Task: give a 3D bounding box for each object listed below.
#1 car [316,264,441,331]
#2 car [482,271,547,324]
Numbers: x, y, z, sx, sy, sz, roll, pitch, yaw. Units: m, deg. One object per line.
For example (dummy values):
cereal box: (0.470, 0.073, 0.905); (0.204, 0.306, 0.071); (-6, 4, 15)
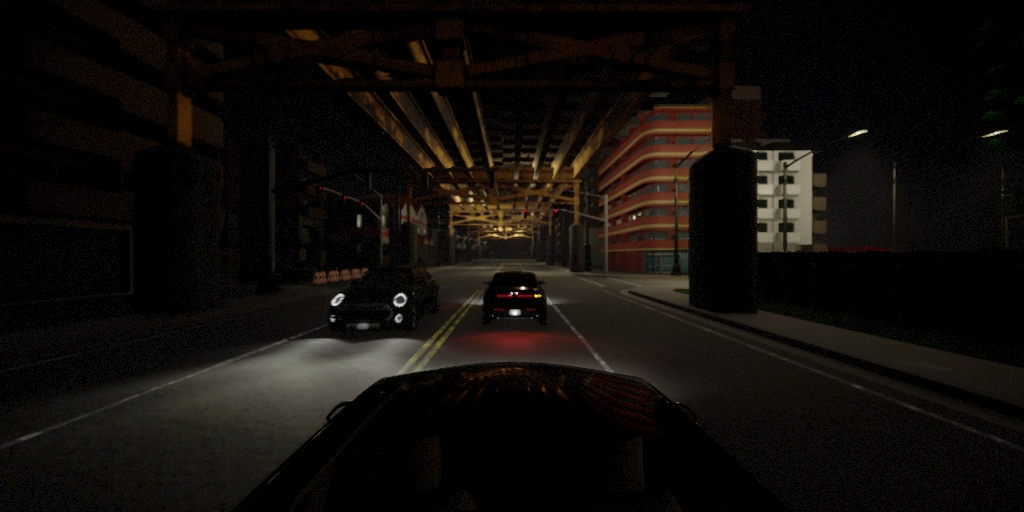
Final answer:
car: (-3.581, 1.089, 10.880); (2.097, 1.767, 4.553); (0, 0, 0)
car: (0.074, 1.241, 11.879); (1.837, 1.490, 4.892); (0, 0, 0)
